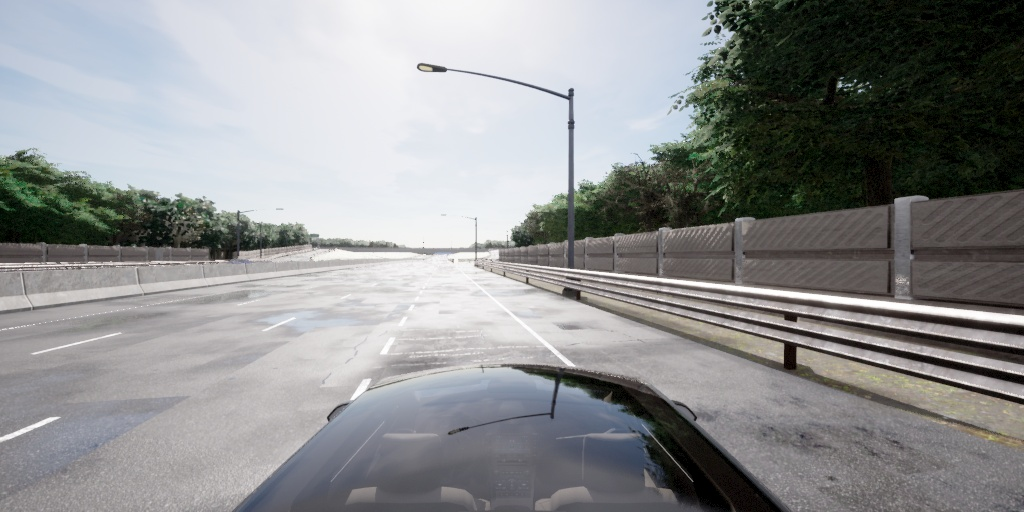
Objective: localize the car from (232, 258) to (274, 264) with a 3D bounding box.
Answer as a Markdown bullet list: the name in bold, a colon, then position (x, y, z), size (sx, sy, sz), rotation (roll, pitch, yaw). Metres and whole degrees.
- **car**: position (-28.583, 1.256, 40.188), size (1.882, 1.535, 5.008), rotation (0, 0, -11)
